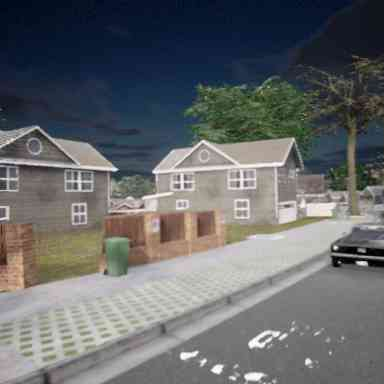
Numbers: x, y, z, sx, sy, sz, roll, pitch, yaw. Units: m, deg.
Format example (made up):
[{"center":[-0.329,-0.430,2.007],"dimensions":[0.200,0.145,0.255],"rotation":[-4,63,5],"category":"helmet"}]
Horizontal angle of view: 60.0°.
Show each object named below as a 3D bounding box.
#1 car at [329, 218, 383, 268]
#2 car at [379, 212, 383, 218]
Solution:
[{"center":[6.175,1.762,11.310],"dimensions":[1.895,1.301,4.718],"rotation":[-1,-1,37],"category":"car"},{"center":[14.135,1.805,22.828],"dimensions":[2.128,1.511,4.902],"rotation":[-1,-2,32],"category":"car"}]
